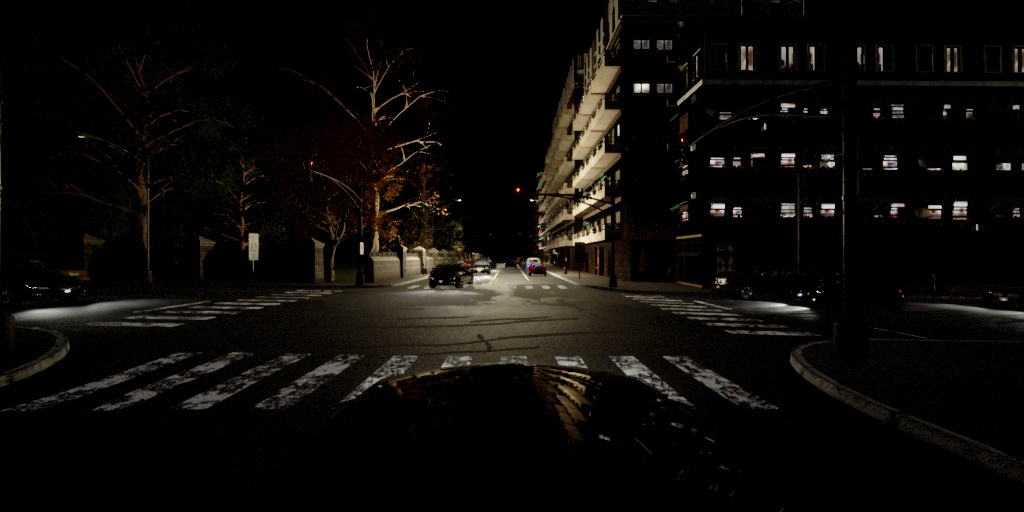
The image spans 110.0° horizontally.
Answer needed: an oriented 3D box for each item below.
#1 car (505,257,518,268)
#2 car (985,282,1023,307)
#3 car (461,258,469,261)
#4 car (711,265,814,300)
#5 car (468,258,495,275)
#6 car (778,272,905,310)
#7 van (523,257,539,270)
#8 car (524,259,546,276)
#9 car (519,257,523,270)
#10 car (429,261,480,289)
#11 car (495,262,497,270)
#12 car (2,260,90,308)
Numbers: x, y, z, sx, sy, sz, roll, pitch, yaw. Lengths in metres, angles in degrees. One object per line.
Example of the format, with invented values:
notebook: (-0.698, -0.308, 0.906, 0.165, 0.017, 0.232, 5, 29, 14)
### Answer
car: (-0.181, 1.366, 61.557, 1.994, 1.385, 4.181, 0, 0, 0)
car: (24.952, 1.764, 16.523, 4.674, 1.442, 1.812, 1, 0, -1)
car: (-5.876, 1.300, 42.283, 1.751, 1.417, 4.829, 0, 0, 0)
car: (13.372, 1.353, 18.941, 5.009, 1.841, 2.192, 0, 0, -1)
car: (-3.272, 1.261, 39.198, 2.128, 1.511, 4.902, 0, 0, 0)
car: (15.115, 1.623, 16.377, 4.181, 1.385, 1.994, 1, 0, -1)
van: (2.503, 1.115, 42.492, 1.690, 1.789, 3.998, 0, 0, 0)
car: (2.529, 1.314, 36.861, 1.888, 1.381, 4.507, 0, 0, 0)
car: (2.450, 1.229, 53.752, 1.967, 1.591, 4.097, 0, 0, 0)
car: (-3.771, 1.264, 23.238, 1.837, 1.490, 4.892, 1, 0, 9)
car: (-3.327, 1.391, 54.339, 1.895, 1.301, 4.718, 0, 0, 0)
car: (-18.207, 0.954, 12.704, 4.892, 1.490, 1.837, 1, 0, -1)
